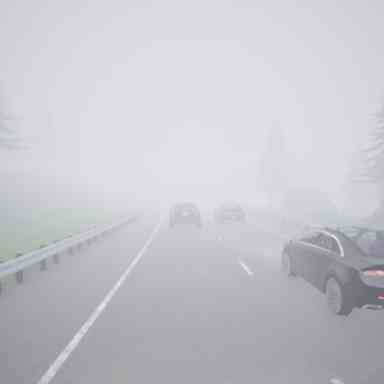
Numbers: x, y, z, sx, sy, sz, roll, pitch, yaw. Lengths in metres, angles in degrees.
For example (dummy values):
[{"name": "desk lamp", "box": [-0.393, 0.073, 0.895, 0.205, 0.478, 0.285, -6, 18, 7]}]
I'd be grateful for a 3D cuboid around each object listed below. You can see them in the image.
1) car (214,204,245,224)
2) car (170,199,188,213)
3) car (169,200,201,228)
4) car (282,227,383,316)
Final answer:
[{"name": "car", "box": [2.854, 1.634, 25.852, 2.128, 1.511, 4.902, 0, 0, -3]}, {"name": "car", "box": [-1.681, 1.726, 41.386, 2.128, 1.511, 4.902, 0, 0, -4]}, {"name": "car", "box": [-0.530, 1.485, 23.503, 2.097, 1.767, 4.553, 0, 0, -3]}, {"name": "car", "box": [3.499, 1.531, 7.574, 2.128, 1.511, 4.902, 0, 0, -1]}]
